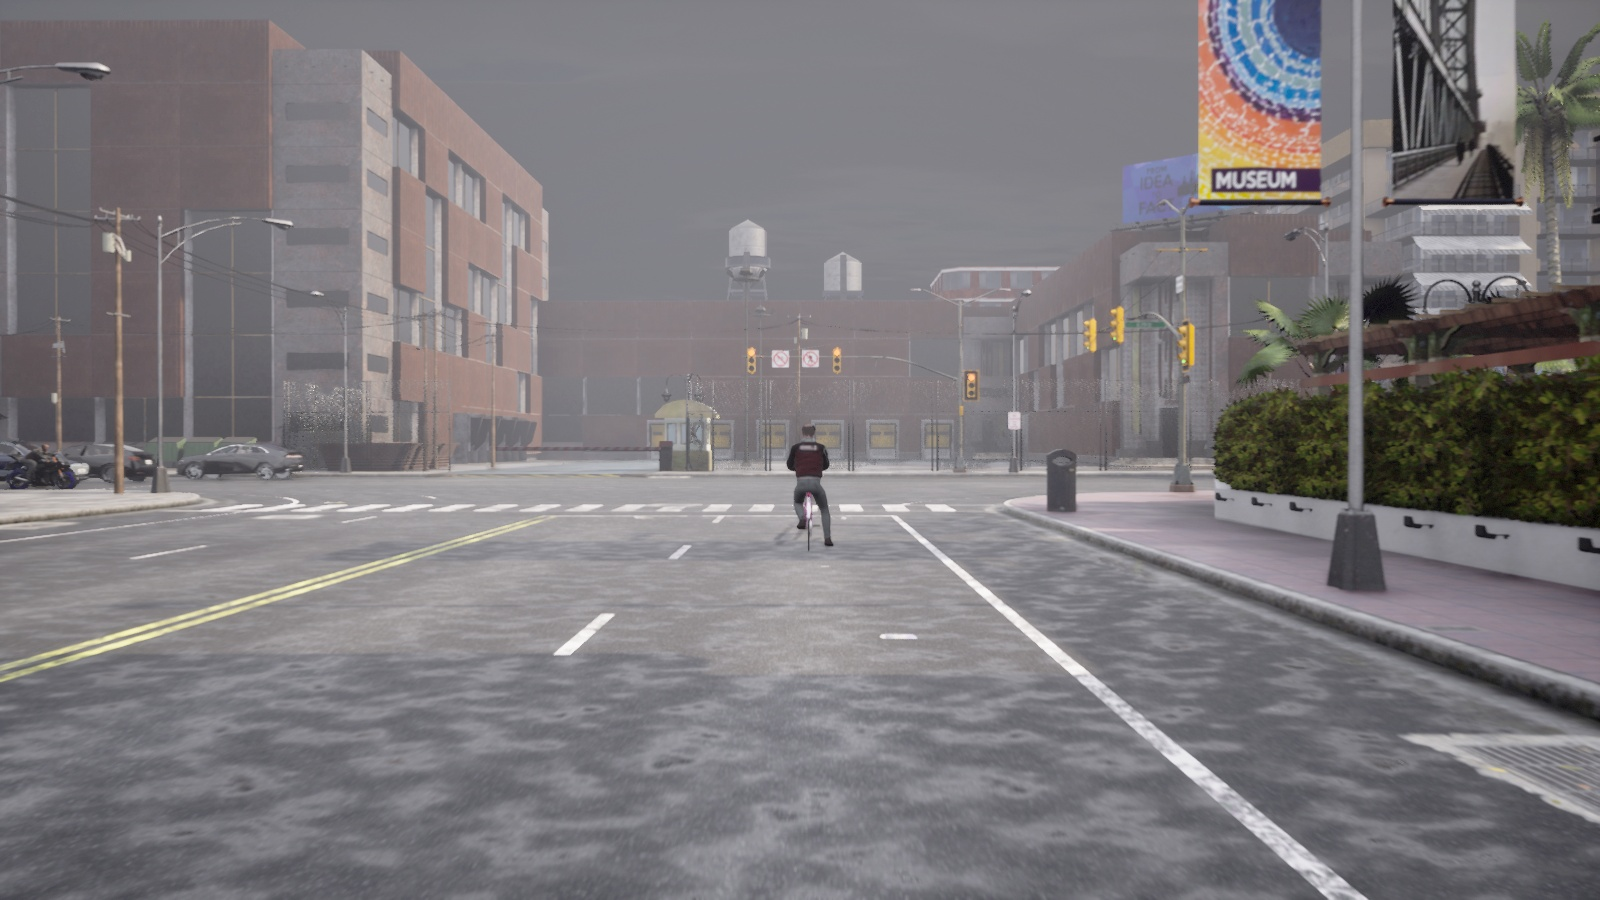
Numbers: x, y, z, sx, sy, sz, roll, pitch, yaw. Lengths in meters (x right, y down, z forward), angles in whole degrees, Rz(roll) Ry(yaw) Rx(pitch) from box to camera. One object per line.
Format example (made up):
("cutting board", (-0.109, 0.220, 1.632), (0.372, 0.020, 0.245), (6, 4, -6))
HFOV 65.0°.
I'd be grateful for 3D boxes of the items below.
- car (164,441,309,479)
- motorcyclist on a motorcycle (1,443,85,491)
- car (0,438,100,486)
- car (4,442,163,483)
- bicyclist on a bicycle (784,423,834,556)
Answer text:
("car", (-22.820, 0.397, 50.991), (4.902, 1.511, 2.128), (0, 0, 1))
("motorcyclist on a motorcycle", (-24.416, 0.534, 40.514), (2.191, 1.530, 0.866), (0, 0, 1))
("car", (-27.565, 0.406, 44.059), (4.856, 1.649, 2.033), (0, 0, 1))
("car", (-27.083, 0.457, 47.553), (4.792, 1.488, 2.163), (0, 0, 1))
("bicyclist on a bicycle", (0.121, 0.518, 17.653), (0.659, 1.776, 1.843), (0, 1, 0))
